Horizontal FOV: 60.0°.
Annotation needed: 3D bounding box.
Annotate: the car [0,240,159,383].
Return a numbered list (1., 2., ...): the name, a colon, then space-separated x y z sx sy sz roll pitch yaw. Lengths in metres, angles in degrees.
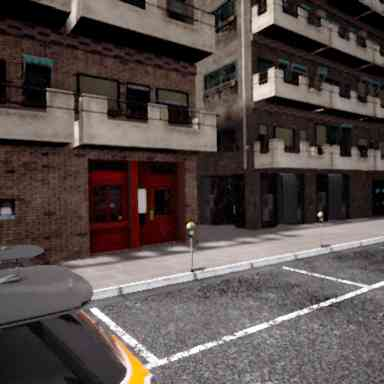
1. car: -2.318 1.365 1.418 4.553 1.767 2.097 -1 0 -35

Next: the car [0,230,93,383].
1. car: -3.452 1.449 3.649 4.097 1.590 1.967 -1 0 -35
